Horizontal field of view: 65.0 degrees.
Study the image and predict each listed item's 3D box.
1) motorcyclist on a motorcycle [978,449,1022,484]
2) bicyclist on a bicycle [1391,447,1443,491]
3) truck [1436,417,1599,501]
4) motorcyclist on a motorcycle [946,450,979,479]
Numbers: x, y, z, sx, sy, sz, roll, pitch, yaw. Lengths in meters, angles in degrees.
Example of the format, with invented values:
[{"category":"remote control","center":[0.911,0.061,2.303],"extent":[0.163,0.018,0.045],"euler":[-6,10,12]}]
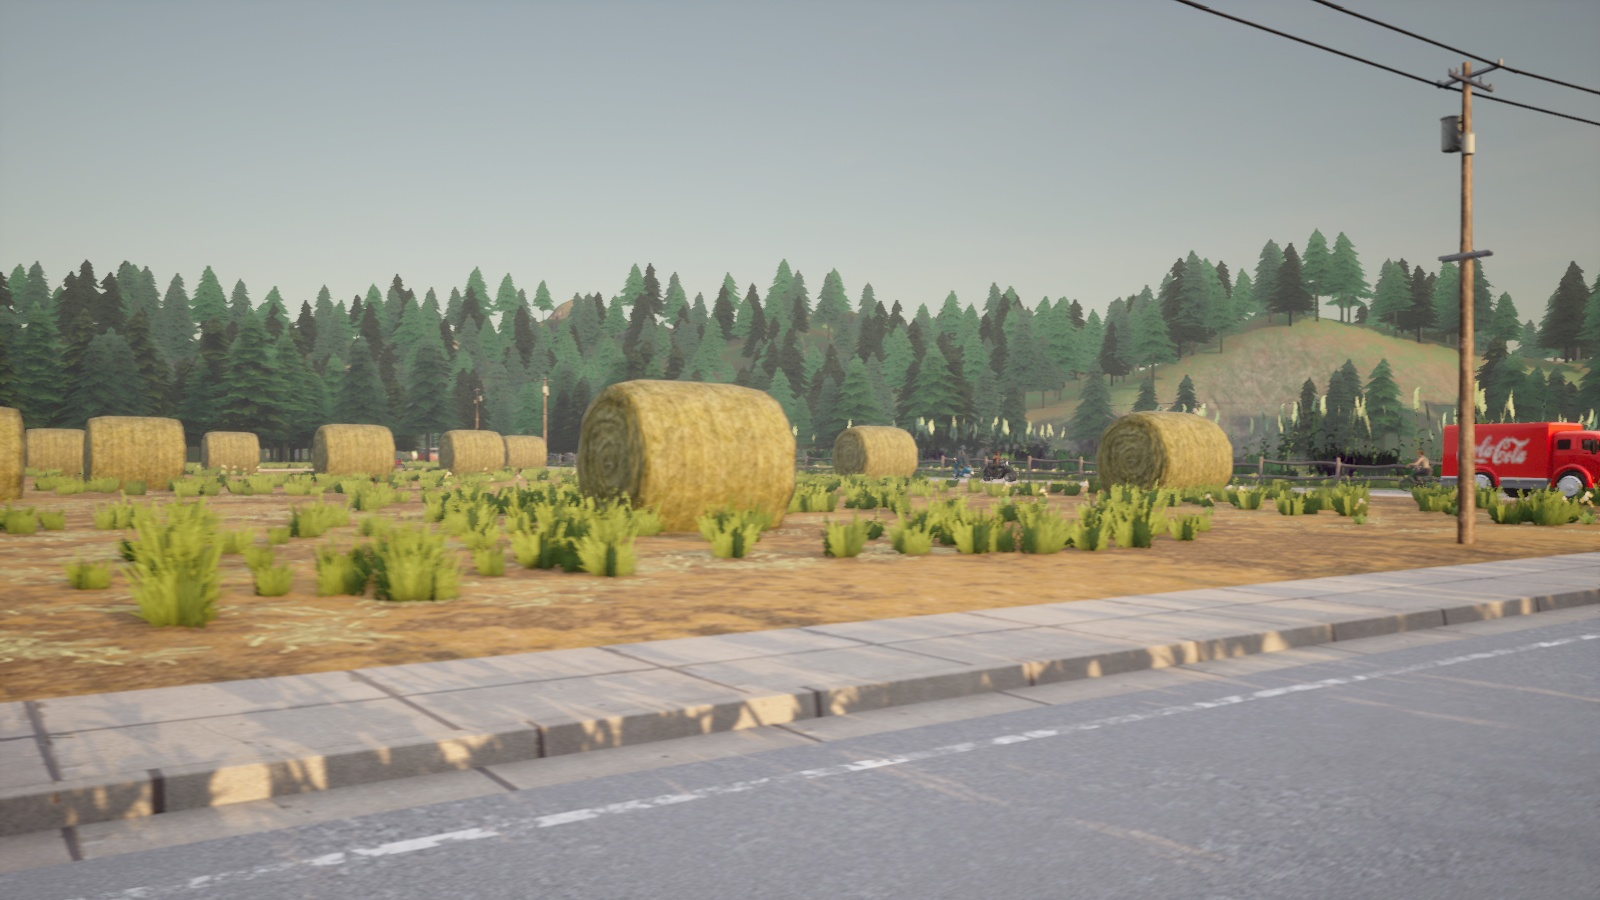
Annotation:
[{"category":"motorcyclist on a motorcycle","center":[9.842,0.792,61.789],"extent":[0.766,1.649,2.350],"euler":[0,0,-32]},{"category":"bicyclist on a bicycle","center":[23.121,0.714,47.057],"extent":[0.866,1.612,1.509],"euler":[0,0,-32]},{"category":"truck","center":[23.468,0.273,39.876],"extent":[2.627,2.467,5.204],"euler":[0,0,-32]},{"category":"motorcyclist on a motorcycle","center":[9.008,0.816,69.758],"extent":[0.866,1.590,1.817],"euler":[0,0,-32]}]
